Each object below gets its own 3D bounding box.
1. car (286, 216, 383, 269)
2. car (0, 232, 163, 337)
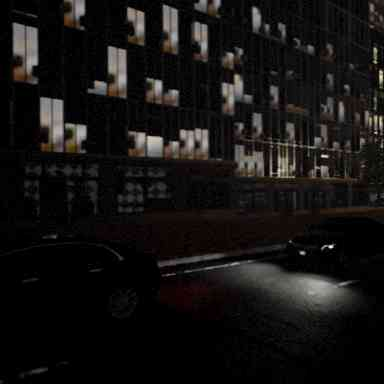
[{"bbox_3d":[5.234,1.564,11.375,4.674,1.442,1.812,0,0,-35],"label":"car"},{"bbox_3d":[-2.838,1.509,5.648,4.892,1.490,1.837,1,0,-35],"label":"car"}]
